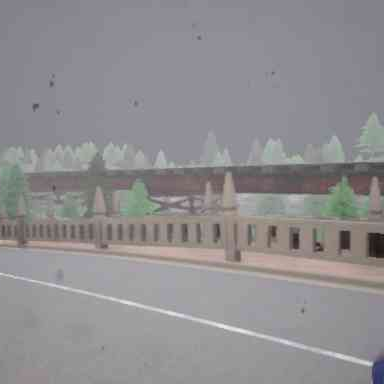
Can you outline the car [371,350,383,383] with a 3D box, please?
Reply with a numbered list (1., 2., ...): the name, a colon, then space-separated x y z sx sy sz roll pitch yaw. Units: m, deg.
1. car: 3.443 1.530 1.539 4.674 1.442 1.812 0 0 35
